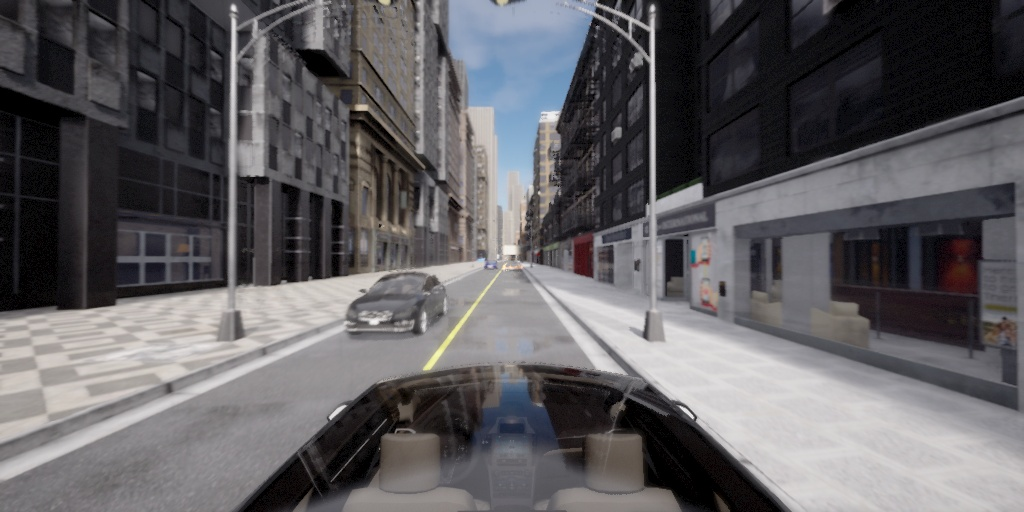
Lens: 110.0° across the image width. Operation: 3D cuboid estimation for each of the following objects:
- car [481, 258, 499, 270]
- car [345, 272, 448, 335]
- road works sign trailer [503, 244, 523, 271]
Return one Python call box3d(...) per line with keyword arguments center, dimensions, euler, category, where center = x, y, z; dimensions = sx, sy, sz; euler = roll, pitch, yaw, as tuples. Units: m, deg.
box3d(center=(-3.080, 1.292, 53.026), dimensions=(1.812, 1.442, 4.674), euler=(0, 0, 0), category="car")
box3d(center=(-3.103, 1.249, 10.517), dimensions=(1.837, 1.490, 4.892), euler=(0, 0, 0), category="car")
box3d(center=(-0.016, 0.225, 47.265), dimensions=(2.380, 3.560, 2.880), euler=(0, 0, 0), category="road works sign trailer")
